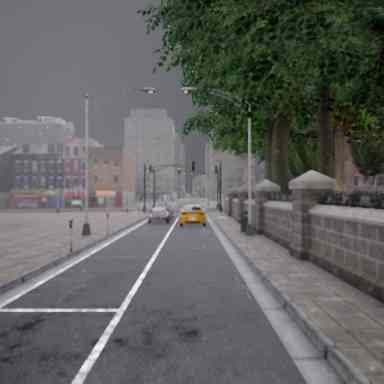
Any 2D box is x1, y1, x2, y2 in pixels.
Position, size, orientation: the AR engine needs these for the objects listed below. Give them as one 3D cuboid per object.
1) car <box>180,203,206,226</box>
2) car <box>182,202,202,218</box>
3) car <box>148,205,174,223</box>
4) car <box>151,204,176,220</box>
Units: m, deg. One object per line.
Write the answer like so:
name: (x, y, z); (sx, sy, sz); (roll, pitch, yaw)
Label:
car: (0.070, 1.712, 25.345); (1.882, 1.535, 5.008); (0, -1, 0)
car: (0.009, 1.879, 35.833); (2.033, 1.411, 5.357); (0, -1, 0)
car: (-2.634, 1.839, 27.746); (1.802, 1.307, 4.206); (0, -1, 0)
car: (-2.633, 1.857, 31.409); (1.947, 1.339, 4.313); (0, -1, 0)
